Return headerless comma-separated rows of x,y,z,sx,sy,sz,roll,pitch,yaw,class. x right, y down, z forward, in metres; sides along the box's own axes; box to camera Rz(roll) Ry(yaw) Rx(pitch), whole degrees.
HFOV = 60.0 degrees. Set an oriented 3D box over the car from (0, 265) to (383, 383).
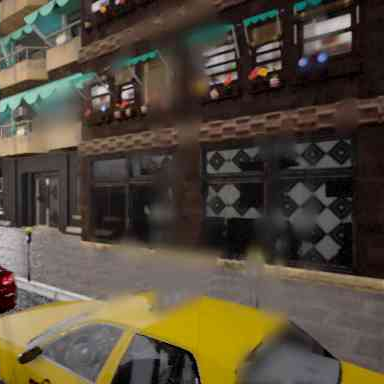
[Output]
-0.374,1.522,2.995,4.829,1.417,1.752,0,0,36,car
